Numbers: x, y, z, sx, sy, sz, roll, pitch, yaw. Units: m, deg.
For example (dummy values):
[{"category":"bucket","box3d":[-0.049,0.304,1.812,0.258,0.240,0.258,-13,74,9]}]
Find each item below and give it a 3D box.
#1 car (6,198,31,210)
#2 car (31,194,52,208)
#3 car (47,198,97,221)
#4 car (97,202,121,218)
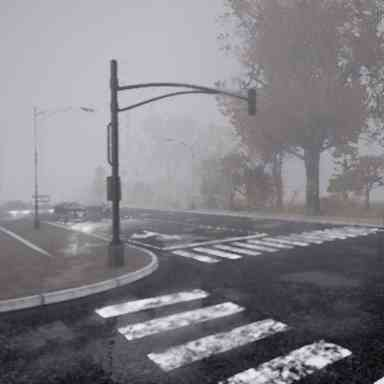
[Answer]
[{"category":"car","box3d":[-24.041,1.698,45.719,1.895,1.301,4.718,-1,1,-39]},{"category":"car","box3d":[-21.805,1.258,48.122,2.150,2.045,5.566,-1,0,-39]},{"category":"car","box3d":[-10.241,1.575,28.071,2.128,1.511,4.902,-1,1,-38]},{"category":"car","box3d":[-8.375,1.638,30.978,1.895,1.301,4.718,-1,1,-38]}]
